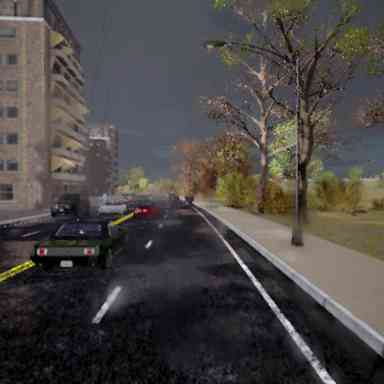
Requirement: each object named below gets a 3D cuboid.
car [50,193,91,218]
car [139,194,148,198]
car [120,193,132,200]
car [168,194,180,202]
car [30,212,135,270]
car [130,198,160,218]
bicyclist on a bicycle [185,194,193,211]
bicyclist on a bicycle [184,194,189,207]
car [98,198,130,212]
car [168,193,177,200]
[{"bbox_3d":[-10.547,1.104,29.356,2.150,2.045,5.566,0,0,-2],"label":"car"},{"bbox_3d":[-10.254,1.179,70.557,2.128,1.511,4.902,0,0,-6],"label":"car"},{"bbox_3d":[-13.084,1.064,66.284,2.097,1.767,4.553,0,0,-6],"label":"car"},{"bbox_3d":[-3.514,1.178,68.833,2.128,1.511,4.902,0,0,-5],"label":"car"},{"bbox_3d":[-3.271,1.556,10.805,1.895,1.301,4.718,0,0,-1],"label":"car"},{"bbox_3d":[-3.808,1.442,28.379,1.994,1.385,4.181,0,0,-2],"label":"car"},{"bbox_3d":[-0.148,1.289,36.580,0.582,1.620,1.656,0,0,-3],"label":"bicyclist on a bicycle"},{"bbox_3d":[-0.760,1.161,46.490,0.659,1.776,1.843,0,1,-4],"label":"bicyclist on a bicycle"},{"bbox_3d":[-7.372,1.470,31.083,1.895,1.301,4.718,0,0,-3],"label":"car"},{"bbox_3d":[-4.552,1.117,78.198,1.882,1.535,5.008,0,0,-7],"label":"car"}]
